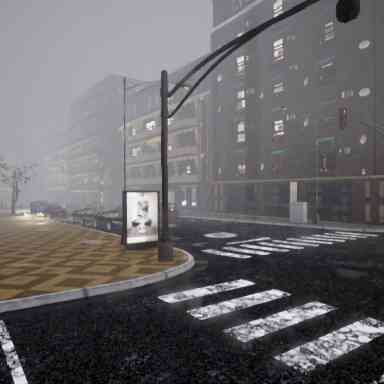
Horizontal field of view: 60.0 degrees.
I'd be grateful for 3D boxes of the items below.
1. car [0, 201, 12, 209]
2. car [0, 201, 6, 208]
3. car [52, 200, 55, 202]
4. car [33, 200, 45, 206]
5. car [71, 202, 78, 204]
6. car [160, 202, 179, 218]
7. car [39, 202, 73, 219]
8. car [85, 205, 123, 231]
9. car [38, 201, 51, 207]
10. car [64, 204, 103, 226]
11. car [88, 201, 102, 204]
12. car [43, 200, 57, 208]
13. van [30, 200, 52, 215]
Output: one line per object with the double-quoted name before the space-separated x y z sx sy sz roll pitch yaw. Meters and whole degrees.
"car" -38.062 2.702 68.340 2.008 1.369 4.403 -2 0 -36
"car" -44.588 2.860 77.366 1.887 1.381 4.507 -2 0 -36
"car" -25.325 2.469 60.621 1.994 1.385 4.181 -1 -1 -36
"car" -37.797 2.795 82.275 1.887 1.381 4.507 -2 0 -36
"car" -21.480 2.423 59.710 1.802 1.307 4.206 -2 0 -36
"car" -3.110 1.823 34.520 1.967 1.590 4.097 -2 0 -36
"car" -14.871 2.114 36.124 1.887 1.381 4.507 -2 0 -36
"car" -5.534 1.887 23.133 2.008 1.369 4.403 -2 0 -36
"car" -34.533 2.734 77.762 1.947 1.339 4.313 -2 0 -36
"car" -8.797 1.968 27.646 2.008 1.369 4.403 -2 0 -36
"car" -14.954 2.117 50.687 1.967 1.590 4.097 -2 0 -36
"car" -31.274 2.526 73.249 1.967 1.590 4.097 -2 0 -36
"van" -19.788 2.034 43.013 1.690 1.788 3.998 -2 0 -36
